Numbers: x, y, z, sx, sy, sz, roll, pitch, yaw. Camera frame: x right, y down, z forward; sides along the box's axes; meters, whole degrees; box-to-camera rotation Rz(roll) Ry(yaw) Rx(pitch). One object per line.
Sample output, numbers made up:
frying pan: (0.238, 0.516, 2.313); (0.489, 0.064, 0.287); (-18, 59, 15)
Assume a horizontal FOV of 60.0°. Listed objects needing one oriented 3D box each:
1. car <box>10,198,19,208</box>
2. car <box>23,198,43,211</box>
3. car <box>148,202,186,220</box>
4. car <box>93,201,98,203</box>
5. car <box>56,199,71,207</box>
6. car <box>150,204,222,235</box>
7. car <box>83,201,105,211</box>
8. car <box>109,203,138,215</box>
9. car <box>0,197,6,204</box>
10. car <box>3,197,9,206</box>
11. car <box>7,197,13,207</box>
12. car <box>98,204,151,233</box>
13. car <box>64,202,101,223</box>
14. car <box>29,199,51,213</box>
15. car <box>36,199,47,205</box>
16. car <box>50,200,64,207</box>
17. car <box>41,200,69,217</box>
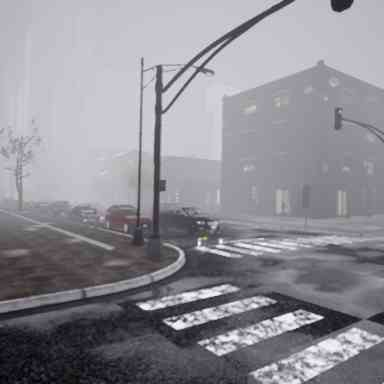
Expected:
car: (-29.580, 2.075, 57.450); (1.887, 1.381, 4.507); (1, -1, -35)
car: (-23.185, 1.953, 48.210); (1.752, 1.417, 4.829); (1, -1, -35)
car: (-2.603, 1.881, 33.722); (1.967, 1.590, 4.097); (1, -1, -35)
car: (-11.338, 1.911, 35.919); (1.994, 1.385, 4.181); (2, -2, -34)
car: (-25.699, 2.235, 66.536); (1.967, 1.590, 4.097); (1, -1, -35)
car: (-0.223, 1.671, 19.997); (2.128, 1.511, 4.902); (2, -2, -35)
car: (-15.288, 2.159, 51.761); (1.752, 1.417, 4.829); (1, -1, -35)
car: (-8.807, 2.086, 42.583); (2.008, 1.369, 4.403); (1, -1, -35)
car: (-38.906, 1.994, 70.811); (2.192, 1.841, 5.009); (1, -1, -35)
car: (-35.738, 2.194, 66.272); (1.947, 1.339, 4.313); (1, -1, -35)
car: (-32.568, 2.144, 61.737); (1.947, 1.339, 4.313); (1, -1, -35)
car: (-3.896, 1.675, 20.494); (1.887, 1.381, 4.507); (1, -1, -35)
car: (-9.054, 1.789, 27.871); (1.802, 1.307, 4.206); (1, -1, -35)
car: (-18.509, 1.904, 41.449); (2.008, 1.369, 4.403); (1, -1, -35)
car: (-38.477, 2.525, 84.813); (1.752, 1.417, 4.829); (1, -1, -35)
car: (-28.870, 2.428, 71.069); (1.802, 1.307, 4.206); (1, -1, -35)
car: (-14.210, 1.852, 35.249); (1.947, 1.339, 4.313); (1, -1, -35)
